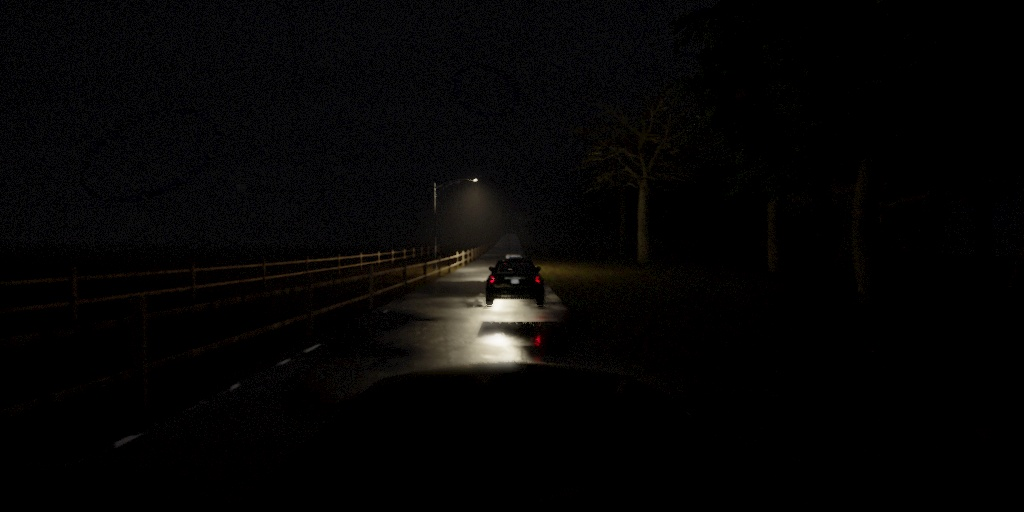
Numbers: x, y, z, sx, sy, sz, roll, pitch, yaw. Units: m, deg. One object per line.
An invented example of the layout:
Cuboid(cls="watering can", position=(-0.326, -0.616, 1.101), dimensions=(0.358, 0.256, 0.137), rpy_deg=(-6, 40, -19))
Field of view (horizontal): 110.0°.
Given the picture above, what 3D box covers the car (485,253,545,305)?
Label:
Cuboid(cls="car", position=(0.116, 0.829, 14.401), dimensions=(2.097, 1.767, 4.553), rpy_deg=(0, 2, 0))
